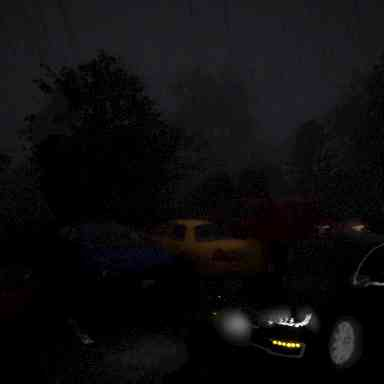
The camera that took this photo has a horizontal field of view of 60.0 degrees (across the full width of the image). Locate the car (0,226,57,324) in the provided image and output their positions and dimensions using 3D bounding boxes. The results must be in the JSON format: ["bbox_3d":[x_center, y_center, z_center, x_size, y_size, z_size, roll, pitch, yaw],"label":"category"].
[{"bbox_3d":[-4.532,1.509,6.791,2.163,1.488,4.792,0,0,-35],"label":"car"}]

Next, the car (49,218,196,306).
[{"bbox_3d":[-2.283,1.479,8.438,2.097,1.535,5.008,0,0,-36],"label":"car"}]

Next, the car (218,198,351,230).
[{"bbox_3d":[2.135,1.227,11.618,2.435,2.045,5.566,0,0,-36],"label":"car"}]

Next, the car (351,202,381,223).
[{"bbox_3d":[4.539,1.352,13.259,2.185,1.767,4.553,0,0,-35],"label":"car"}]

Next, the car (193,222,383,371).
[{"bbox_3d":[2.593,1.505,5.763,4.892,1.490,1.837,0,0,-35],"label":"car"}]

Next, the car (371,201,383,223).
[{"bbox_3d":[8.935,1.351,16.472,2.185,1.767,4.553,0,0,-36],"label":"car"}]

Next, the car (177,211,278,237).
[{"bbox_3d":[-0.223,1.476,10.129,1.946,1.575,5.366,0,0,-36],"label":"car"}]
